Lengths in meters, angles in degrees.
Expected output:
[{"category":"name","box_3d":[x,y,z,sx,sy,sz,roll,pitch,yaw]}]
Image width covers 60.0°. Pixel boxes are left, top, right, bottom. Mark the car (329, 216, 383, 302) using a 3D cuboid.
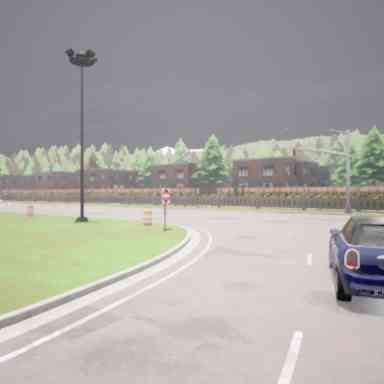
[{"category":"car","box_3d":[4.510,1.342,8.013,2.097,1.767,4.553,0,0,20]}]
